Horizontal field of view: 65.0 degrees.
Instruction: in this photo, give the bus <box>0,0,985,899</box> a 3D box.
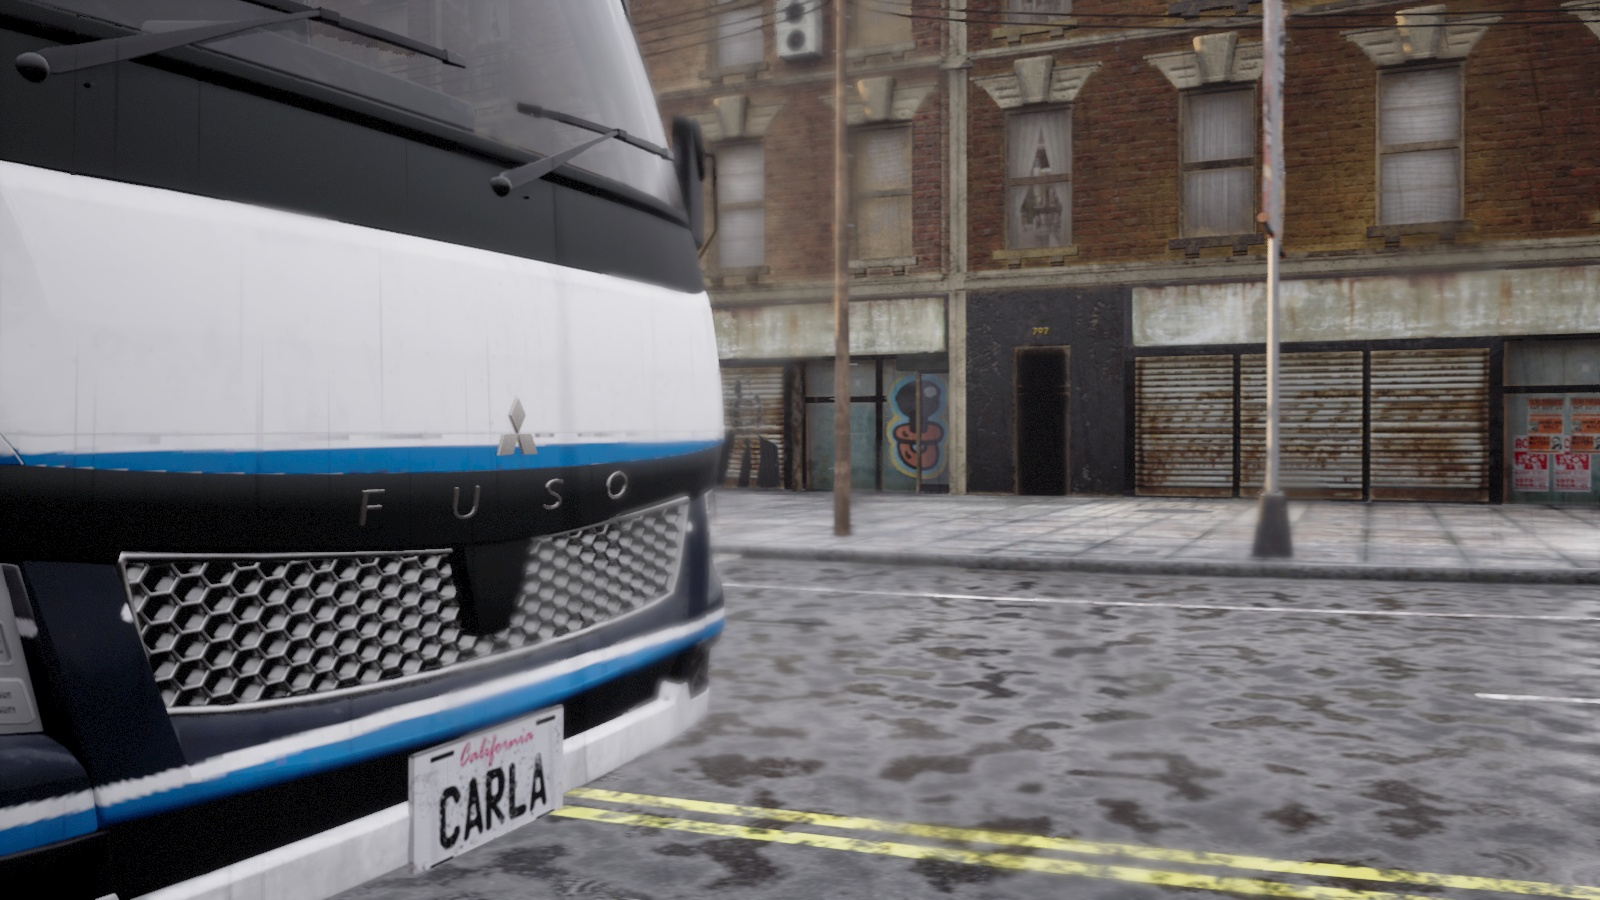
[{"bbox_3d":[-4.801,-0.647,5.098,10.273,4.253,3.944,1,1,25],"label":"bus"}]
